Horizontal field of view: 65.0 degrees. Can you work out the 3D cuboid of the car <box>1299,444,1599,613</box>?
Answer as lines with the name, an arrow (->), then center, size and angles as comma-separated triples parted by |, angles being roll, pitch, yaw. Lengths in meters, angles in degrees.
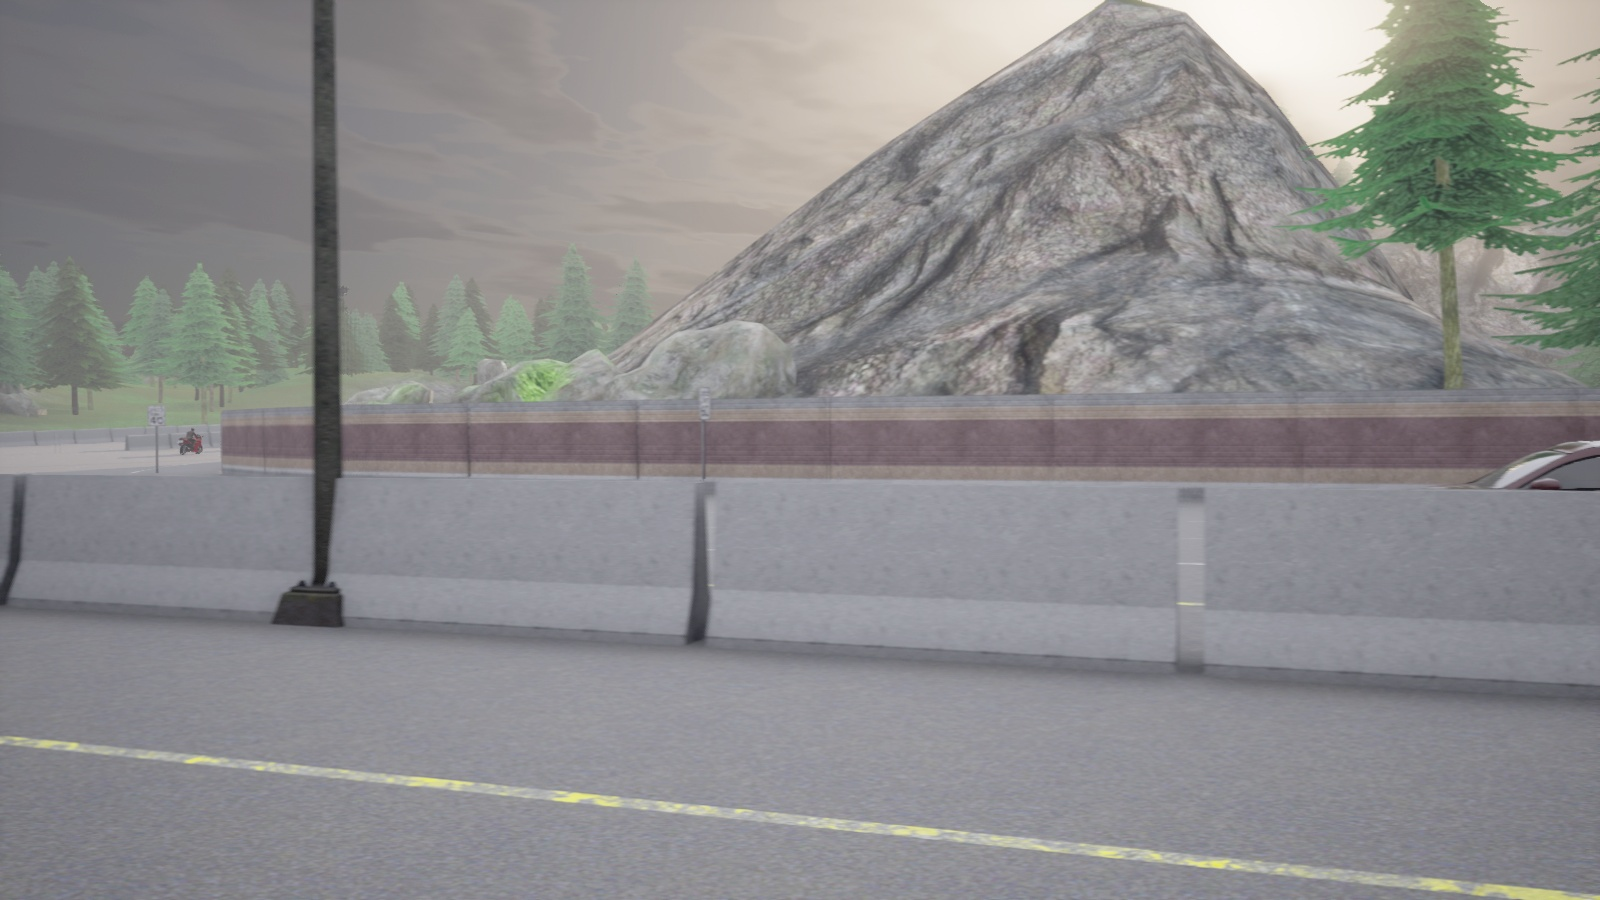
car -> 7.267, 0.690, 11.827 | 4.674, 1.442, 1.812 | 0, 1, 19

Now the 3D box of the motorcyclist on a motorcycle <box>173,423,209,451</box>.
motorcyclist on a motorcycle -> -33.628, -0.726, 69.407 | 0.797, 1.523, 2.044 | 1, 2, 8
